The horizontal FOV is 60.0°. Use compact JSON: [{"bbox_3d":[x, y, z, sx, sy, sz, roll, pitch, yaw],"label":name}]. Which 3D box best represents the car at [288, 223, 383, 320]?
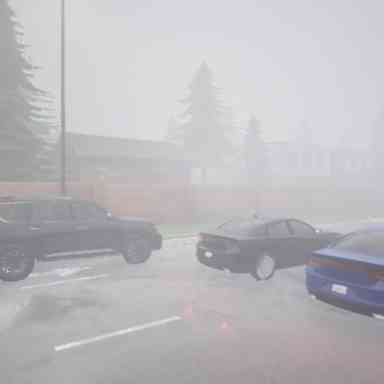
[{"bbox_3d":[4.431,1.430,6.817,5.008,1.535,1.882,0,0,-35],"label":"car"}]

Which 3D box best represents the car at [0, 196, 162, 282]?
[{"bbox_3d":[-3.633,1.147,9.747,5.566,2.045,2.150,0,0,-35],"label":"car"}]

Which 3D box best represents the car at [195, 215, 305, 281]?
[{"bbox_3d":[2.439,1.409,9.693,5.008,1.535,1.882,0,0,-35],"label":"car"}]
